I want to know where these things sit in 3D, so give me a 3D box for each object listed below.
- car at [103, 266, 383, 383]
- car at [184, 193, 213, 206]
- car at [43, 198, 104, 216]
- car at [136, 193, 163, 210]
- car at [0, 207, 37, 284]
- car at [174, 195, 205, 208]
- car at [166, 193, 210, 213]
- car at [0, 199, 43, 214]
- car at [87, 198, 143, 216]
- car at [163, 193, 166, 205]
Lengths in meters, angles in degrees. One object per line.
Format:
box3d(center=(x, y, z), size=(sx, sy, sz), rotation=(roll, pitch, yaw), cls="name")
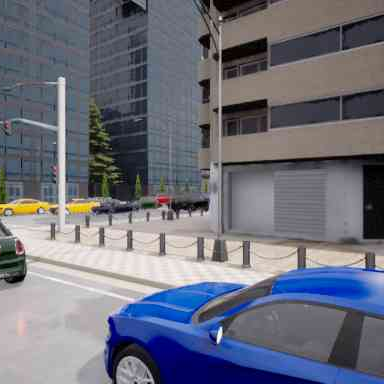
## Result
box3d(center=(1.287, 1.478, 3.073), size=(5.008, 1.535, 1.882), rotation=(0, 0, 36), cls="car")
box3d(center=(1.127, 1.166, 55.958), size=(2.150, 2.045, 5.566), rotation=(0, 0, 36), cls="car")
box3d(center=(-11.465, 1.422, 32.645), size=(1.882, 1.535, 5.008), rotation=(0, 0, 36), cls="car")
box3d(center=(-6.095, 1.296, 40.064), size=(2.097, 1.767, 4.553), rotation=(0, 0, 36), cls="car")
box3d(center=(-6.209, 1.352, 8.413), size=(4.553, 1.767, 2.097), rotation=(0, 0, 36), cls="car")
box3d(center=(-0.288, 1.296, 48.073), size=(2.097, 1.767, 4.553), rotation=(0, 0, 36), cls="car")
box3d(center=(0.064, 1.166, 36.296), size=(2.150, 2.045, 5.566), rotation=(0, 0, 36), cls="car")
box3d(center=(-16.321, 1.422, 31.915), size=(1.882, 1.535, 5.008), rotation=(0, 0, 36), cls="car")
box3d(center=(-7.290, 1.545, 32.102), size=(1.895, 1.301, 4.718), rotation=(0, 0, 36), cls="car")
box3d(center=(-4.896, 1.166, 47.689), size=(2.150, 2.045, 5.566), rotation=(0, 0, 35), cls="car")
